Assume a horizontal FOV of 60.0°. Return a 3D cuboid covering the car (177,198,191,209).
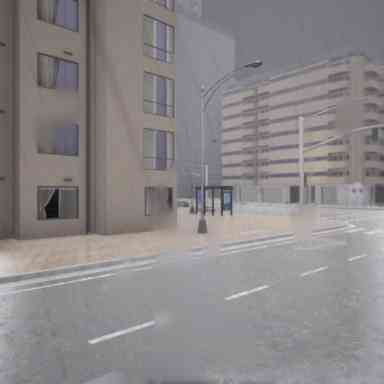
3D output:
[{"bbox_3d":[-2.146,1.613,47.595,1.994,1.385,4.181,0,0,-43],"label":"car"}]
